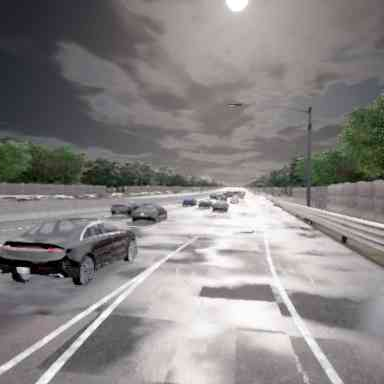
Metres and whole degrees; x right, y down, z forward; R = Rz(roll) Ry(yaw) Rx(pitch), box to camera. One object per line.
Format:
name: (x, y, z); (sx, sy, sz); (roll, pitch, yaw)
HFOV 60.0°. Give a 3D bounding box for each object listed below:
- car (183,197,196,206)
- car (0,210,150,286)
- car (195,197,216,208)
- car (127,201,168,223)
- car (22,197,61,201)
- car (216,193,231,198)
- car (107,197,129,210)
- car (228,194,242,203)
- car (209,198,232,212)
car: (-0.349, 1.729, 60.184); (1.882, 1.535, 5.008); (1, 0, 11)
car: (-3.092, 1.472, 9.419); (2.128, 1.511, 4.902); (1, 0, 11)
car: (2.347, 1.924, 55.628); (1.895, 1.301, 4.718); (1, 0, 11)
car: (-3.279, 1.639, 26.544); (1.994, 1.385, 4.181); (1, 0, 11)
car: (-15.716, 1.357, 36.212); (1.837, 1.490, 4.892); (1, -1, 11)
car: (8.370, 1.631, 87.813); (2.033, 1.411, 5.357); (1, 1, 10)
car: (-5.944, 1.532, 31.118); (2.128, 1.511, 4.902); (1, 0, 11)
car: (9.924, 1.799, 76.966); (1.812, 1.442, 4.674); (1, 1, 11)
car: (3.977, 1.908, 45.528); (1.994, 1.385, 4.181); (1, 0, 11)
